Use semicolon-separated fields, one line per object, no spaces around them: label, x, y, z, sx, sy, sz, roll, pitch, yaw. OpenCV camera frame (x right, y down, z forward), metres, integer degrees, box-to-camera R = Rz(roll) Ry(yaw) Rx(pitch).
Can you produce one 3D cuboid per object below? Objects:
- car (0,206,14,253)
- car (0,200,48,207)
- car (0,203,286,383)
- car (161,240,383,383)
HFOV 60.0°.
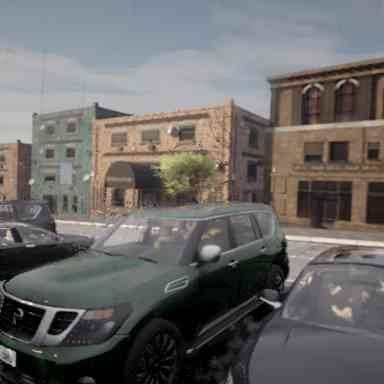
car;-9.301;1.468;12.036;2.185;1.767;4.553;-1;0;35
car;-7.052;1.315;10.368;2.435;2.045;5.566;-1;0;35
car;-0.196;1.247;5.498;2.435;2.045;5.566;-1;0;35
car;2.108;1.483;3.902;2.231;1.521;4.892;0;0;35
